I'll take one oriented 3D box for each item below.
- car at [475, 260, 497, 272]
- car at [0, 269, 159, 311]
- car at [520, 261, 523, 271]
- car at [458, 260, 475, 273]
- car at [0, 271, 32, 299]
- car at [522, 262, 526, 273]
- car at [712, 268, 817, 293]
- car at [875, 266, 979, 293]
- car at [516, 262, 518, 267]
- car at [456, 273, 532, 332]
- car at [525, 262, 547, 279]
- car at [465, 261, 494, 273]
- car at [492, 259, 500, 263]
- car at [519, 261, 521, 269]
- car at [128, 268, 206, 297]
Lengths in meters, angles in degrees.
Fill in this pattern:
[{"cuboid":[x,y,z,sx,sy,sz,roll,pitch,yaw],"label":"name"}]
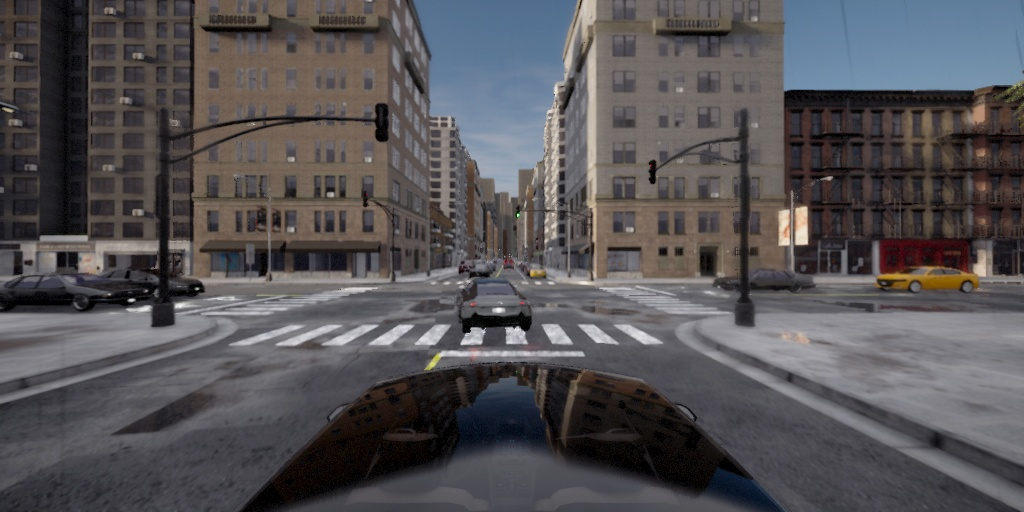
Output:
[{"cuboid":[-3.410,1.614,46.697,2.128,1.511,4.902,0,0,-1],"label":"car"},{"cuboid":[-18.019,1.392,14.473,5.357,1.411,2.033,0,0,-1],"label":"car"},{"cuboid":[2.516,1.686,48.396,2.007,1.370,4.403,0,0,-1],"label":"car"},{"cuboid":[-6.009,1.449,48.283,2.192,1.841,5.009,0,0,-1],"label":"car"},{"cuboid":[-27.266,1.436,17.624,4.718,1.301,1.895,0,0,-1],"label":"car"},{"cuboid":[2.590,1.531,42.871,1.967,1.591,4.097,0,0,-1],"label":"car"},{"cuboid":[15.063,1.459,21.549,5.357,1.411,2.033,0,0,-1],"label":"car"},{"cuboid":[24.930,1.385,21.661,5.008,1.535,1.882,0,0,-1],"label":"car"},{"cuboid":[2.295,1.814,64.973,2.007,1.370,4.403,0,0,-1],"label":"car"},{"cuboid":[-0.712,1.397,11.321,1.994,1.385,4.181,0,0,-10],"label":"car"},{"cuboid":[2.662,1.572,37.516,1.751,1.417,4.829,0,0,-1],"label":"car"},{"cuboid":[-3.287,1.523,37.158,1.882,1.535,5.008,0,0,1],"label":"car"},{"cuboid":[-3.511,1.694,57.080,2.128,1.511,4.902,0,0,0],"label":"car"},{"cuboid":[2.442,1.744,53.922,1.948,1.339,4.313,0,0,-1],"label":"car"},{"cuboid":[-18.008,1.368,17.725,4.892,1.490,1.837,0,0,-1],"label":"car"}]
